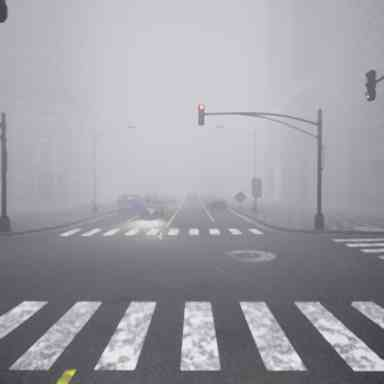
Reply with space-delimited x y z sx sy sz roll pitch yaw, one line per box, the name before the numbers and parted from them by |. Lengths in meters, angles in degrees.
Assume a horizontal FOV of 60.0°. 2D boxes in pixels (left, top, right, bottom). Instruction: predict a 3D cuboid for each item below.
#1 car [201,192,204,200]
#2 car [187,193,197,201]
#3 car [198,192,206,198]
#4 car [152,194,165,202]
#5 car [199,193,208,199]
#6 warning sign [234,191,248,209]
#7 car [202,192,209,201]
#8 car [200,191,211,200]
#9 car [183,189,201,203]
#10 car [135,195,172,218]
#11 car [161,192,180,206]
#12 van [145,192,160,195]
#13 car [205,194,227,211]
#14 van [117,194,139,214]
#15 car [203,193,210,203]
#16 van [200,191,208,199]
car | 2.771 1.079 52.955 1.752 1.417 4.829 0 0 0
car | -0.002 0.975 65.923 1.812 1.442 4.674 0 0 0
car | 2.760 0.685 91.462 1.967 1.590 4.097 0 0 0
car | -5.777 1.093 58.327 1.802 1.307 4.206 0 0 0
car | 2.764 0.884 80.412 2.008 1.369 4.403 0 0 0
warning sign | 5.070 0.815 34.821 1.300 1.860 1.060 0 1 0
car | 2.773 1.144 47.260 1.887 1.381 4.507 0 0 0
car | 2.766 0.737 69.359 2.192 1.841 5.009 0 0 0
car | 0.057 0.879 56.243 2.097 1.767 4.553 0 0 0
car | -3.098 1.251 27.688 2.128 1.511 4.902 0 1 0
car | -3.081 1.127 47.002 1.812 1.442 4.674 0 0 0
van | -5.779 0.941 47.275 1.690 1.788 3.998 0 0 0
car | 2.776 1.234 36.210 1.887 1.381 4.507 0 0 0
van | -5.781 1.076 30.701 1.690 1.788 3.998 0 0 0
car | 2.774 1.188 41.735 1.887 1.381 4.507 0 0 0
van | 2.765 0.718 74.885 1.690 1.788 3.998 0 0 0
